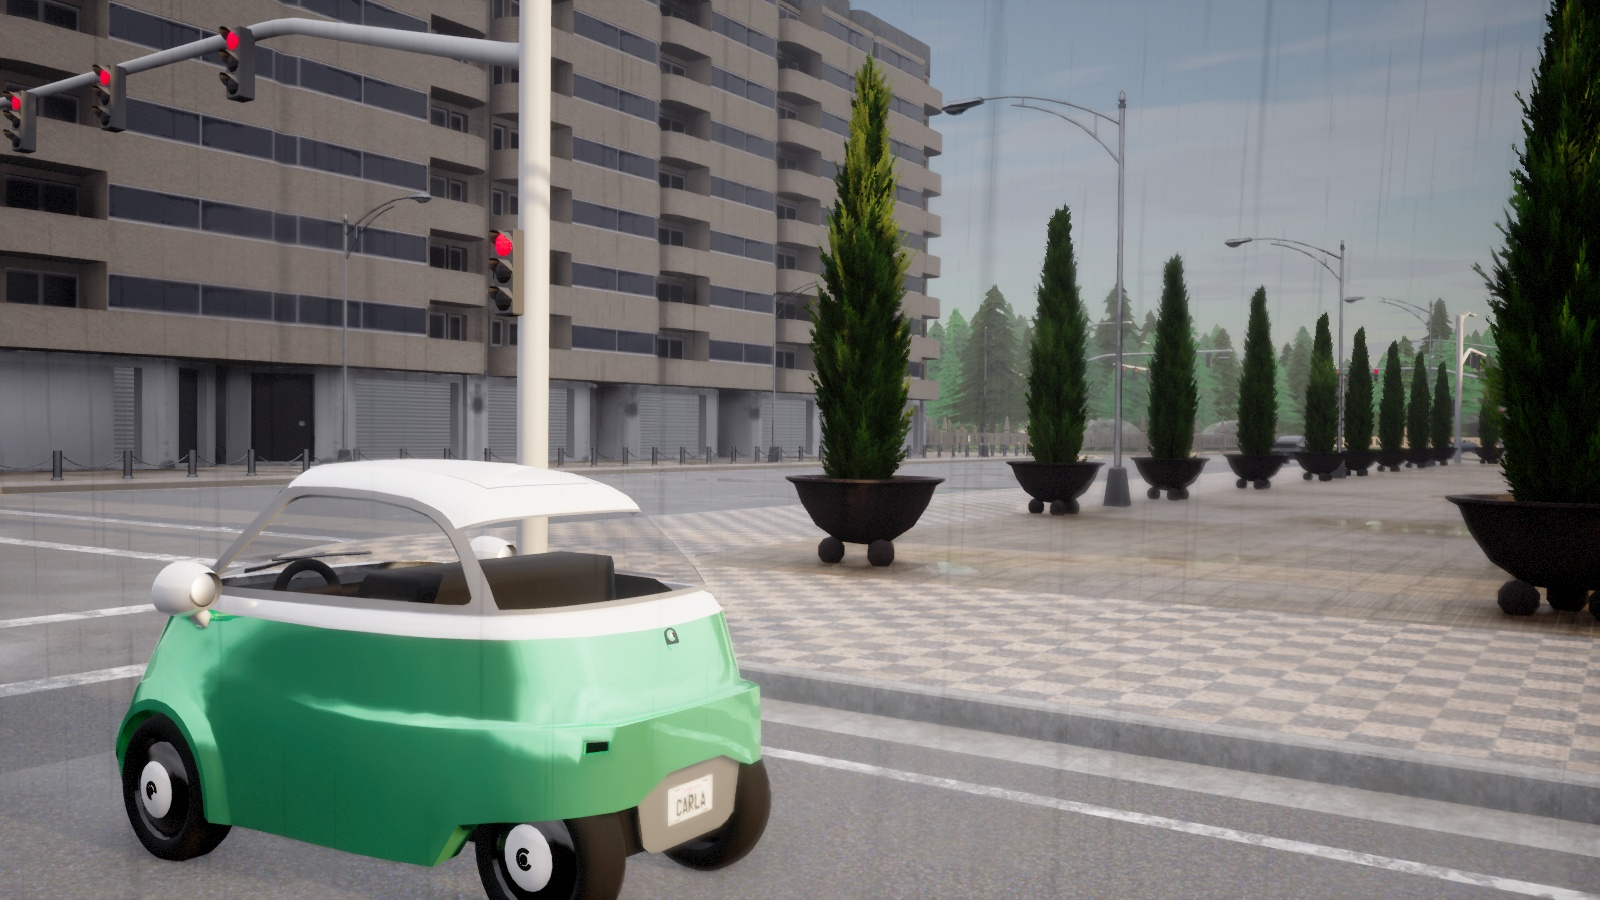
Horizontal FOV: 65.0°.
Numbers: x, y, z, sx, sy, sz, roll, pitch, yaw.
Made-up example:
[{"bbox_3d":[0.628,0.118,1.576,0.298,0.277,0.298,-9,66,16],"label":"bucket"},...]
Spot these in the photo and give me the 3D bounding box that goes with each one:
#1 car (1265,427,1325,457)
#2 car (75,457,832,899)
[{"bbox_3d":[25.735,-0.442,65.164,1.837,1.490,4.892,0,1,34],"label":"car"},{"bbox_3d":[-1.218,0.737,4.433,2.207,1.376,1.481,0,1,34],"label":"car"}]
